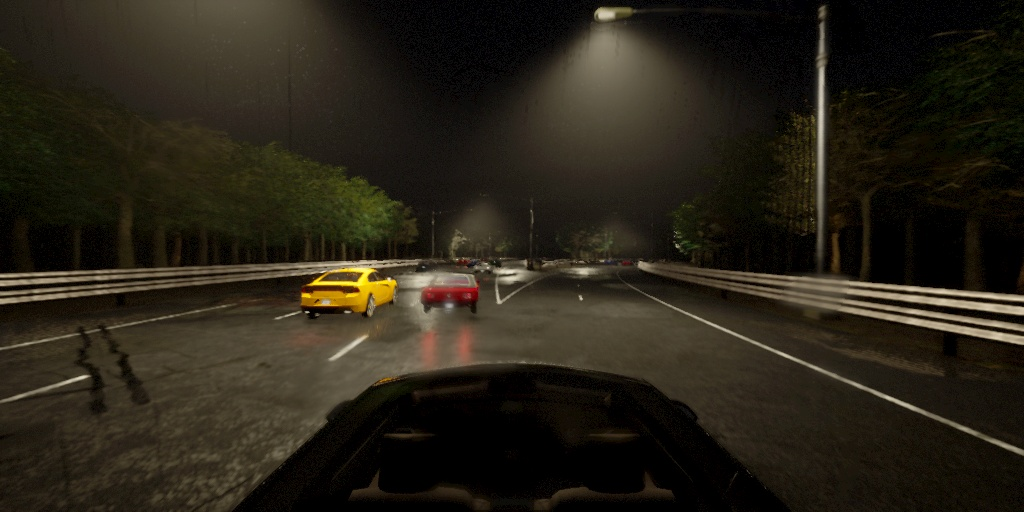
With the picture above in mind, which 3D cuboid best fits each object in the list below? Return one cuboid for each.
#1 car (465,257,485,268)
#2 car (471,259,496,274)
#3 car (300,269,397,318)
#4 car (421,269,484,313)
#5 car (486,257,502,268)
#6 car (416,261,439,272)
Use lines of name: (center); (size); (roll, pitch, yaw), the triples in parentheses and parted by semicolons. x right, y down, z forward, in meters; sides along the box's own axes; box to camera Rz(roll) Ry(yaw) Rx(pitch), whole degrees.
car: (-6.292, 1.284, 62.048); (1.994, 1.385, 4.181); (0, 0, 3)
car: (-3.222, 1.346, 41.077); (1.895, 1.301, 4.718); (0, 0, 0)
car: (-5.560, 1.189, 12.884); (1.882, 1.535, 5.008); (0, 0, -4)
car: (-2.201, 1.341, 13.976); (1.895, 1.301, 4.718); (0, 0, -4)
car: (-2.844, 1.097, 62.548); (2.097, 1.767, 4.553); (0, 0, 2)
car: (-10.132, 1.256, 43.270); (1.994, 1.385, 4.181); (0, 0, 0)
